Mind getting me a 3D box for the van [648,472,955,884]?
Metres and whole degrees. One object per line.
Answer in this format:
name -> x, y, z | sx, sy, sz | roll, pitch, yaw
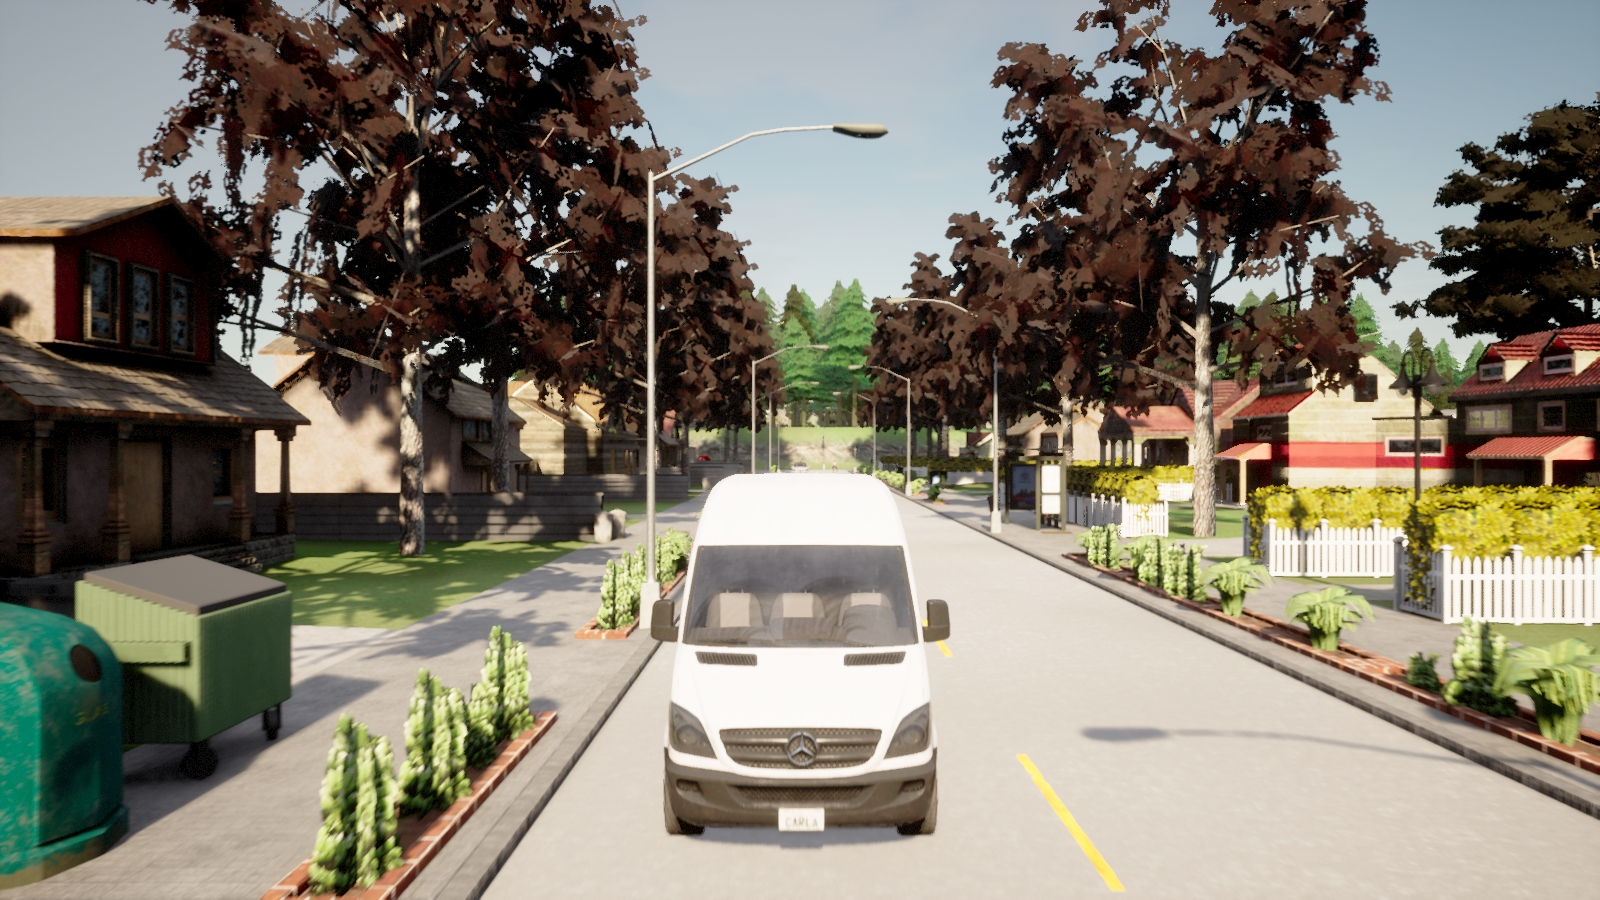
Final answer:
van -> 0.011, 1.534, 10.349 | 1.988, 2.561, 5.915 | 0, 0, 0
